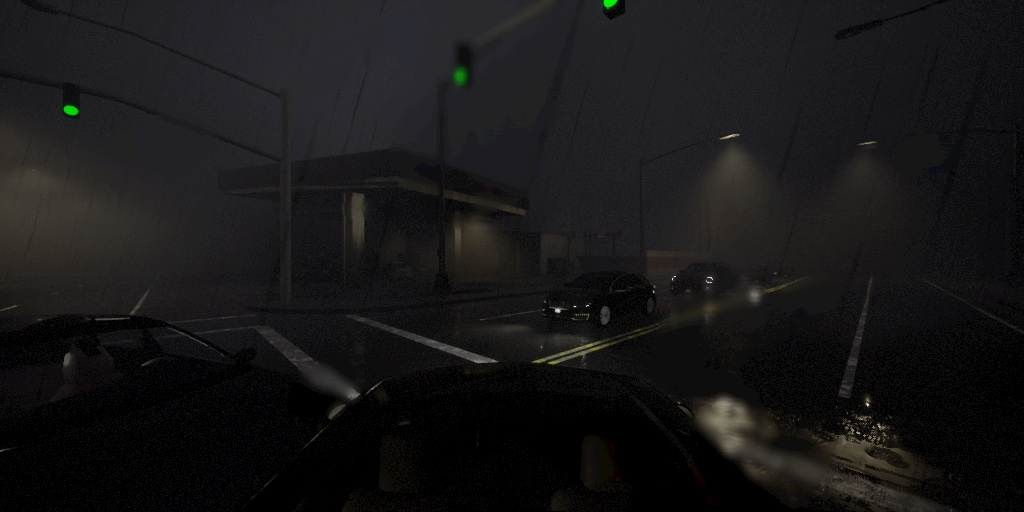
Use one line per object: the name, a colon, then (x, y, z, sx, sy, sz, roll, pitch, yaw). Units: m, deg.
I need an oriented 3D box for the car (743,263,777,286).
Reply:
car: (16.863, 1.314, 25.211, 1.994, 1.385, 4.181, 0, 0, 45)

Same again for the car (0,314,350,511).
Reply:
car: (-3.399, 1.242, 2.610, 4.902, 1.511, 2.128, 0, 0, 15)

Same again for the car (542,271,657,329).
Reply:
car: (2.980, 1.255, 11.573, 4.892, 1.490, 1.837, 0, 0, -45)

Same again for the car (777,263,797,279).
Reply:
car: (24.057, 1.314, 32.203, 4.181, 1.385, 1.994, 0, 0, -44)

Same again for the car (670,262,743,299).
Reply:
car: (9.877, 1.102, 18.360, 4.553, 1.767, 2.097, 0, 0, -44)
